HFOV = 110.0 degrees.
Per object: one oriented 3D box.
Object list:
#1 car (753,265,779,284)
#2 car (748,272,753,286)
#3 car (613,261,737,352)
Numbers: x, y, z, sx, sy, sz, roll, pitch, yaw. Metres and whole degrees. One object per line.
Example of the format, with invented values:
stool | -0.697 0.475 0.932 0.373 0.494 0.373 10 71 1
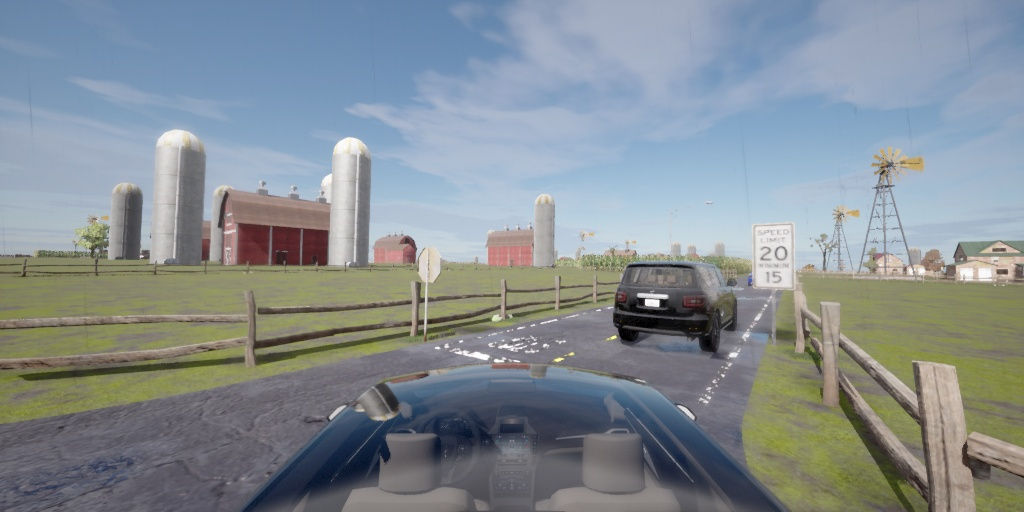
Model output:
car | 30.628 2.165 43.156 2.150 2.045 5.566 -1 -2 38
car | 24.354 2.177 35.032 1.882 1.535 5.008 -1 -2 38
car | 4.676 1.171 9.862 2.150 2.045 5.566 -1 -2 38
